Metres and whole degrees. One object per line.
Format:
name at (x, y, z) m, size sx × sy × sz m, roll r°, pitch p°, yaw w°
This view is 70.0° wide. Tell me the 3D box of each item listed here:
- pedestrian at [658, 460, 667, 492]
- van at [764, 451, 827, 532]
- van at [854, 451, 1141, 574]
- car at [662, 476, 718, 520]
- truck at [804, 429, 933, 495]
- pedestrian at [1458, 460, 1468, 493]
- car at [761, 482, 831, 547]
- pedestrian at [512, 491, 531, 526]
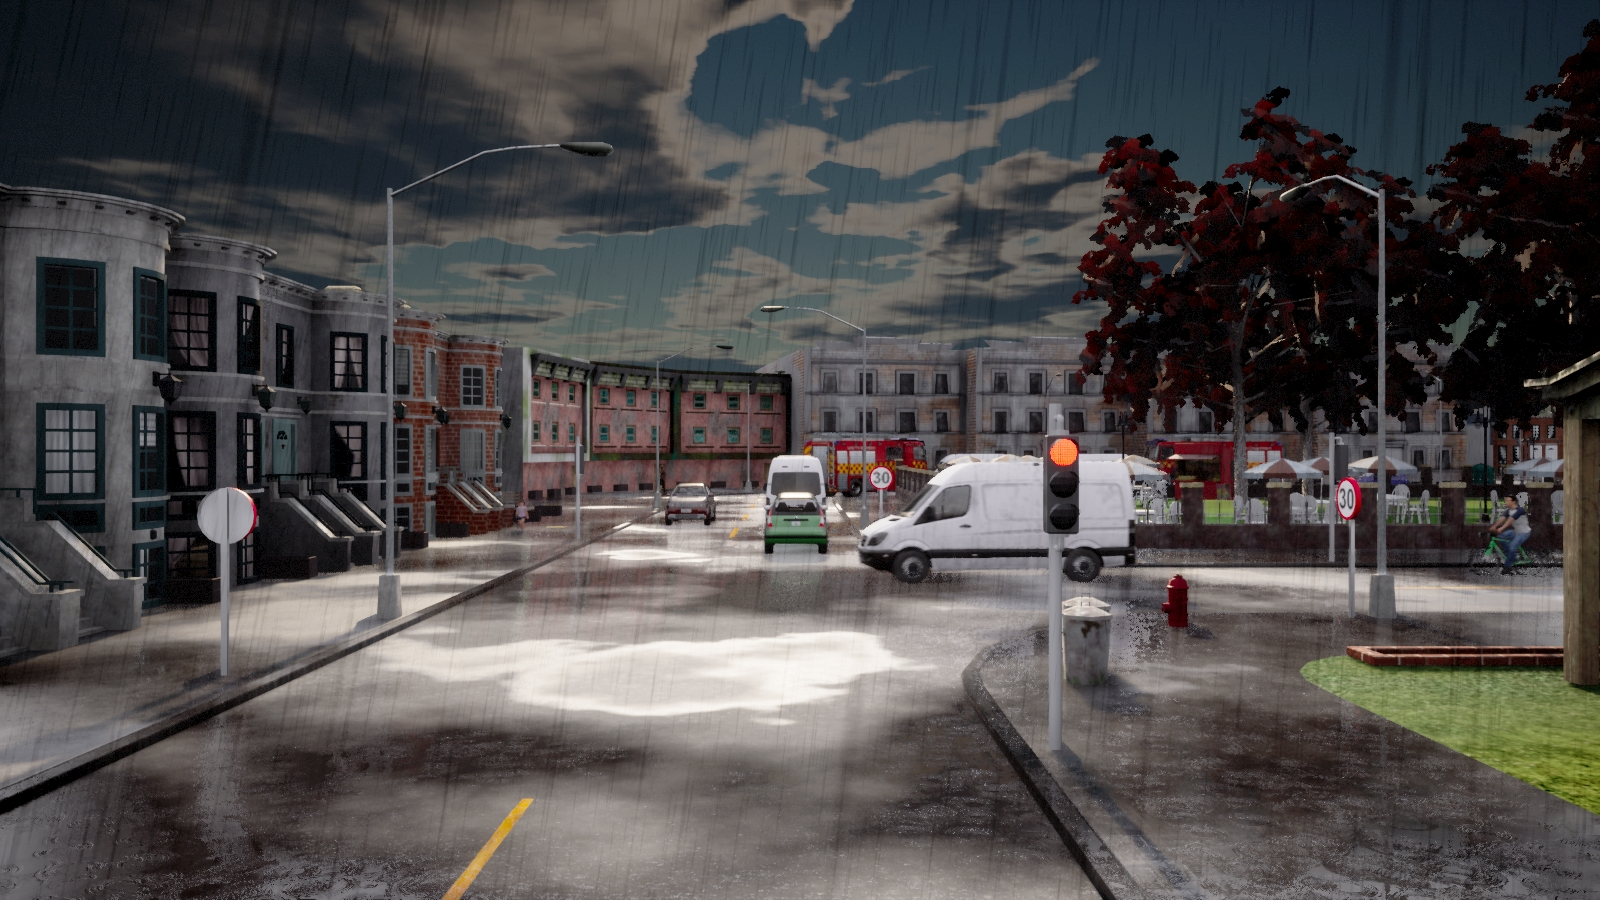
pedestrian at (-8.094, 1.525, 67.388) m, size 0.375 × 1.860 × 0.375 m, roll 0°, pitch 0°, yaw 26°
van at (-0.147, 1.315, 39.074) m, size 1.988 × 2.561 × 5.915 m, roll 0°, pitch 0°, yaw 0°
van at (4.226, 1.314, 25.055) m, size 5.915 × 2.561 × 1.988 m, roll 0°, pitch 0°, yaw -3°
car at (-4.154, 1.806, 43.645) m, size 1.789 × 1.549 × 3.705 m, roll 0°, pitch 0°, yaw 0°
truck at (4.295, 0.672, 70.228) m, size 8.468 × 3.827 × 2.891 m, roll 0°, pitch 0°, yaw -43°
pedestrian at (38.271, 1.524, 65.936) m, size 0.375 × 1.860 × 0.375 m, roll 0°, pitch 0°, yaw 13°
car at (-0.119, 1.779, 32.373) m, size 1.851 × 1.617 × 3.988 m, roll 0°, pitch 0°, yaw 0°
pedestrian at (-9.102, 1.904, 37.371) m, size 0.500 × 1.100 × 0.500 m, roll 0°, pitch 0°, yaw 2°
